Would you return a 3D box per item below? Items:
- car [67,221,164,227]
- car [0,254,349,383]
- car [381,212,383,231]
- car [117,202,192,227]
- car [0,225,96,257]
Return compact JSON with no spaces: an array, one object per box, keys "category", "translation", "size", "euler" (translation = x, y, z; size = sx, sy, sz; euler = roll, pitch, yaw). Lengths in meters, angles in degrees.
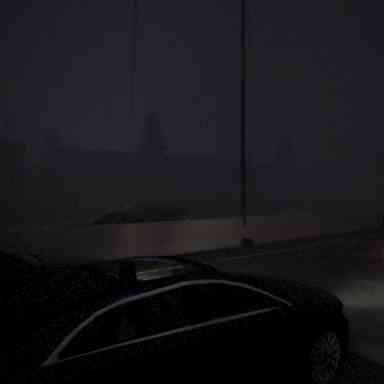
[{"category":"car","translation":[-3.683,1.548,14.271],"size":[4.674,1.442,1.812],"euler":[0,0,-36]},{"category":"car","translation":[-0.212,1.498,3.663],"size":[4.902,1.511,2.128],"euler":[0,0,-35]},{"category":"car","translation":[11.519,1.255,16.374],"size":[5.566,2.045,2.150],"euler":[0,0,-36]},{"category":"car","translation":[-2.579,1.516,23.715],"size":[5.008,1.535,1.882],"euler":[0,0,-36]},{"category":"car","translation":[-3.596,1.533,5.562],"size":[4.674,1.442,1.812],"euler":[0,0,-35]}]
